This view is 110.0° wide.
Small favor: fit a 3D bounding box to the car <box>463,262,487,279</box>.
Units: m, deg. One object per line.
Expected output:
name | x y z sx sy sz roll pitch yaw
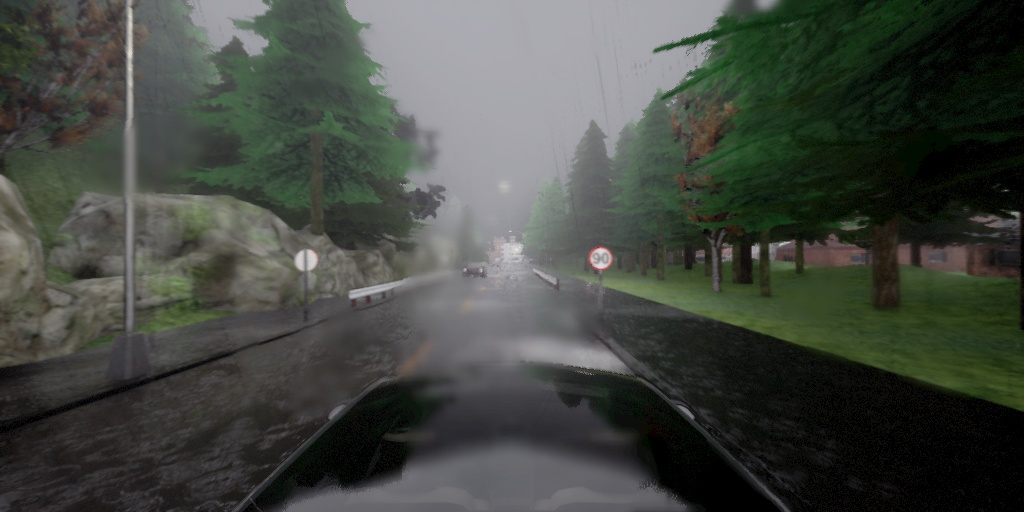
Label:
car | -3.886 1.446 38.211 2.097 1.767 4.553 -1 0 1
